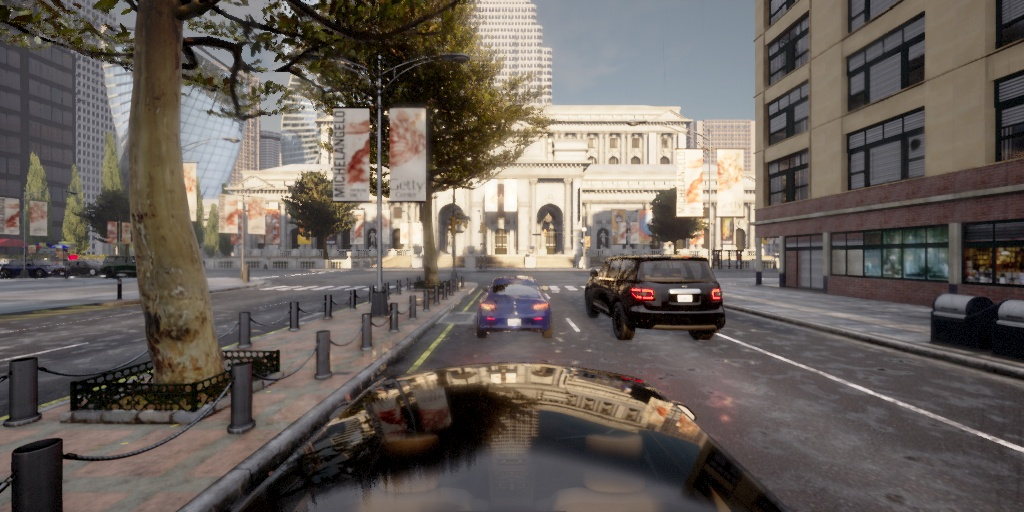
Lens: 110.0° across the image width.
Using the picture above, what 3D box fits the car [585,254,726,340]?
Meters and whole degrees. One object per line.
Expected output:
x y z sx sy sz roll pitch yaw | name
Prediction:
3.580 0.971 10.099 2.150 2.045 5.566 0 0 0 | car

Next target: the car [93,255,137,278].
-35.664 0.970 34.155 5.566 2.045 2.150 0 0 0 | car

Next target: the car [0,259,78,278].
-45.075 1.100 34.076 4.553 1.767 2.097 0 0 -2 | car

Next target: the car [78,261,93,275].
-44.446 1.253 37.599 4.892 1.490 1.837 0 0 -1 | car

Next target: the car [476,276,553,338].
0.074 1.275 10.089 1.812 1.442 4.674 0 0 0 | car
